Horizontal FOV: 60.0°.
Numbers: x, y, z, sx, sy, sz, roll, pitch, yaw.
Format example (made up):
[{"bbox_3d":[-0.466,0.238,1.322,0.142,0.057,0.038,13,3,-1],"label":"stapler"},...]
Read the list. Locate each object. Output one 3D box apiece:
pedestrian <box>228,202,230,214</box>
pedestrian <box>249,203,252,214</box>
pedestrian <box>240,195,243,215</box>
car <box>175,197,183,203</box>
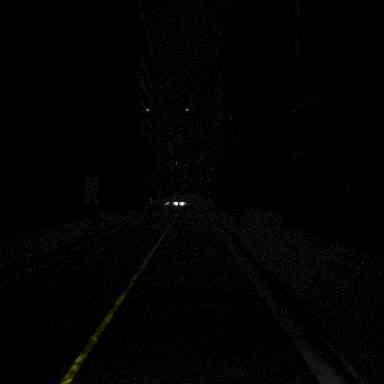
[{"bbox_3d":[3.630,1.218,32.573,0.375,1.860,0.375,0,0,0],"label":"pedestrian"},{"bbox_3d":[5.630,1.585,31.971,0.500,1.100,0.500,0,0,0],"label":"pedestrian"},{"bbox_3d":[4.630,1.212,31.373,0.375,1.860,0.375,0,0,0],"label":"pedestrian"},{"bbox_3d":[-3.012,1.804,78.369,1.895,1.301,4.718,0,0,0],"label":"car"}]
